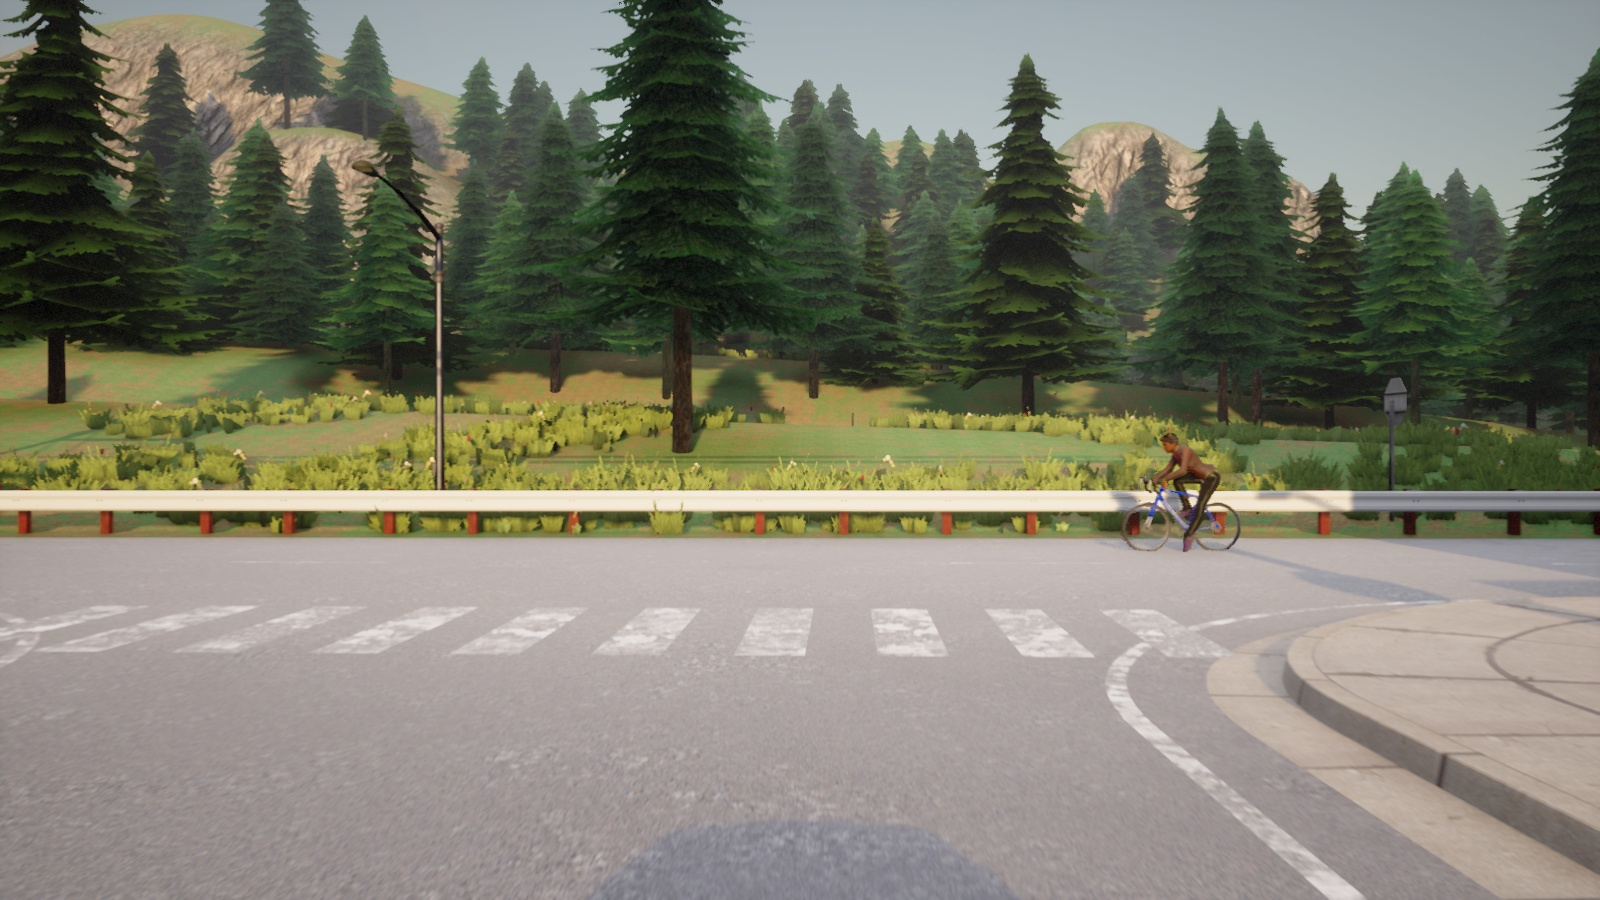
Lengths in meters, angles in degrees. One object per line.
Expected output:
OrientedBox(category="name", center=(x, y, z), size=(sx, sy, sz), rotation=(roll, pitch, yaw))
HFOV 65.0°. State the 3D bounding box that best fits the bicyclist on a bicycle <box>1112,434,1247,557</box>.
OrientedBox(category="bicyclist on a bicycle", center=(5.141, 0.602, 17.039), size=(1.656, 1.620, 0.582), rotation=(0, 1, -2))
